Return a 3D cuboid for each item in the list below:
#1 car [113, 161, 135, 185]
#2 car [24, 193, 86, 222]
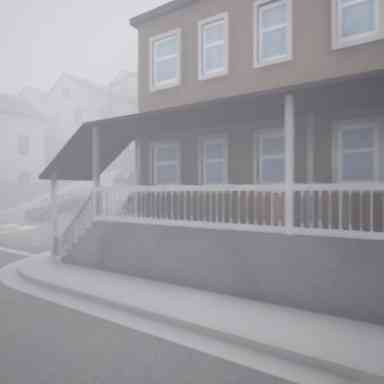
[{"bbox_3d":[-5.330,-1.996,30.800,2.097,1.767,4.553,0,18,35],"label":"car"},{"bbox_3d":[-9.822,0.961,24.218,1.812,1.442,4.674,0,15,34],"label":"car"}]
